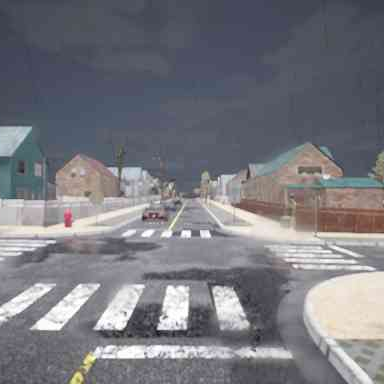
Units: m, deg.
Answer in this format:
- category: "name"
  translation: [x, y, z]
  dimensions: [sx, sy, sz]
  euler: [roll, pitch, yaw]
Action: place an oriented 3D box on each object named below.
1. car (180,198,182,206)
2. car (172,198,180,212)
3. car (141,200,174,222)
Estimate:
- category: "car"
  translation: [-2.736, 1.777, 60.115]
  dimensions: [1.895, 1.301, 4.718]
  euler: [0, 0, 0]
- category: "car"
  translation: [-2.834, 1.650, 38.976]
  dimensions: [1.994, 1.385, 4.181]
  euler: [0, 0, 0]
- category: "car"
  translation: [-2.836, 1.612, 26.759]
  dimensions: [1.994, 1.385, 4.181]
  euler: [0, 0, 1]
